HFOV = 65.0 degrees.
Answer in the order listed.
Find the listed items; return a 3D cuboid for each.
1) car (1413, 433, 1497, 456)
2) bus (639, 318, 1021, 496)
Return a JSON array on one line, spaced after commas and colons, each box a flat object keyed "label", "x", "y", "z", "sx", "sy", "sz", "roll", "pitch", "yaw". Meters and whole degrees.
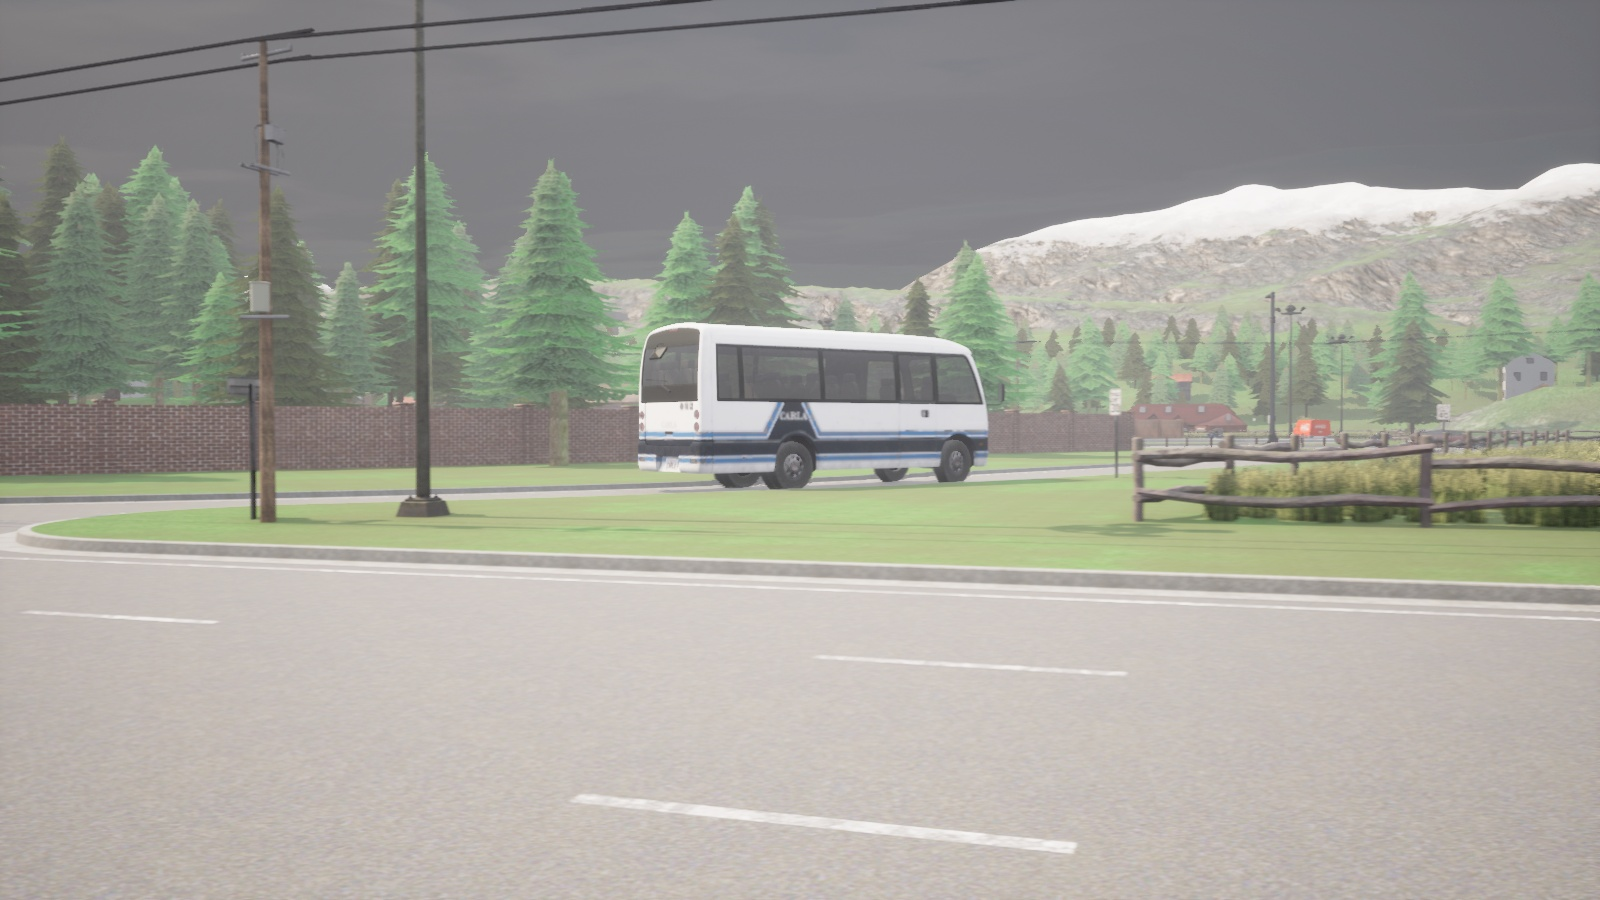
[{"label": "car", "x": 44.831, "y": -0.384, "z": 86.072, "sx": 4.792, "sy": 1.488, "sz": 2.163, "roll": 1, "pitch": 1, "yaw": 18}, {"label": "bus", "x": 1.059, "y": -1.101, "z": 34.678, "sx": 10.273, "sy": 4.253, "sz": 3.944, "roll": 0, "pitch": 1, "yaw": -37}]
